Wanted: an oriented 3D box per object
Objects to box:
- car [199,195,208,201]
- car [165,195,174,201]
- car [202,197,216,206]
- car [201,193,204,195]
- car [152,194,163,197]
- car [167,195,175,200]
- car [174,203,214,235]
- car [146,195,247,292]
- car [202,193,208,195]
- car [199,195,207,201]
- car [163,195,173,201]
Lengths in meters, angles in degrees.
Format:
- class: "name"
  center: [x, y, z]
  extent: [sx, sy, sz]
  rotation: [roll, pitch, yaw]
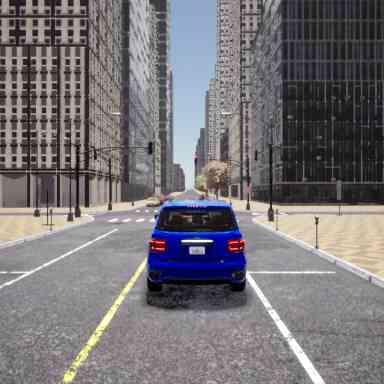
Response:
- class: "car"
  center: [2.697, 1.419, 78.809]
  extent: [1.752, 1.417, 4.829]
  rotation: [0, 0, 0]
- class: "car"
  center: [-5.684, 1.428, 84.320]
  extent: [2.008, 1.369, 4.403]
  rotation: [0, 0, 0]
- class: "car"
  center: [2.795, 1.500, 55.941]
  extent: [2.008, 1.369, 4.403]
  rotation: [0, 0, 0]
- class: "car"
  center: [2.698, 1.224, 72.964]
  extent: [2.192, 1.841, 5.009]
  rotation: [0, 0, 0]
- class: "car"
  center: [-5.815, 1.485, 50.094]
  extent: [1.752, 1.417, 4.829]
  rotation: [0, 0, 0]
- class: "car"
  center: [-5.683, 1.411, 89.995]
  extent: [2.008, 1.369, 4.403]
  rotation: [0, 0, 0]
- class: "car"
  center: [0.096, 1.486, 19.822]
  extent: [2.128, 1.511, 4.902]
  rotation: [0, 0, 0]
- class: "car"
  center: [0.099, 1.221, 9.093]
  extent: [2.150, 2.045, 5.566]
  rotation: [0, 0, 0]
- class: "car"
  center: [2.826, 1.400, 50.263]
  extent: [1.967, 1.590, 4.097]
  rotation: [0, 0, 0]
- class: "car"
  center: [2.697, 1.422, 84.313]
  extent: [1.887, 1.381, 4.507]
  rotation: [0, 0, 0]
- class: "car"
  center: [-5.684, 1.438, 78.644]
  extent: [1.887, 1.381, 4.507]
  rotation: [0, 0, 0]
